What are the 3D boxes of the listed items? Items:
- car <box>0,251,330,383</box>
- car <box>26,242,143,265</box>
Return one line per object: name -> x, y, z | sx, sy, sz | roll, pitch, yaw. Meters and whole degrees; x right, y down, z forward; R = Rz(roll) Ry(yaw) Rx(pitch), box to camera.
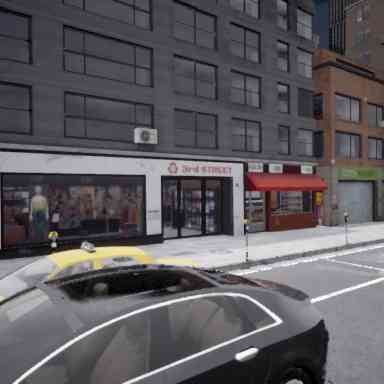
car -> -0.818, 1.504, 2.794 | 4.892, 1.490, 1.837 | 0, 0, -35
car -> -1.919, 1.525, 5.289 | 4.829, 1.417, 1.752 | 0, -1, -35
